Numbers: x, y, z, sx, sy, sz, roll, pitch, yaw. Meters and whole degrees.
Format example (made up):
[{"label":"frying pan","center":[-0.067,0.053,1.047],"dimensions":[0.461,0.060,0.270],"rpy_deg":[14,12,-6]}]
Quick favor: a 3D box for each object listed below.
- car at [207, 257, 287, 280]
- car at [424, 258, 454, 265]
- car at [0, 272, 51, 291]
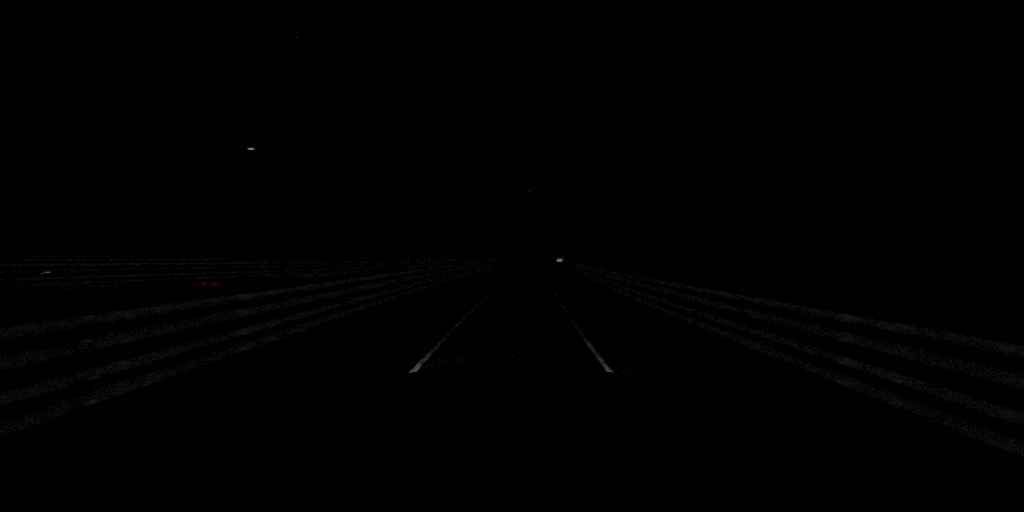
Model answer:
[{"label":"car","center":[-18.433,0.841,25.277],"dimensions":[2.128,1.511,4.902],"rpy_deg":[1,0,22]},{"label":"car","center":[-9.451,1.016,47.076],"dimensions":[1.882,1.535,5.008],"rpy_deg":[1,0,22]},{"label":"car","center":[-22.805,0.735,14.662],"dimensions":[1.882,1.535,5.008],"rpy_deg":[1,0,22]}]
